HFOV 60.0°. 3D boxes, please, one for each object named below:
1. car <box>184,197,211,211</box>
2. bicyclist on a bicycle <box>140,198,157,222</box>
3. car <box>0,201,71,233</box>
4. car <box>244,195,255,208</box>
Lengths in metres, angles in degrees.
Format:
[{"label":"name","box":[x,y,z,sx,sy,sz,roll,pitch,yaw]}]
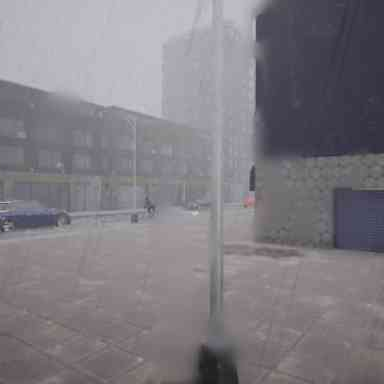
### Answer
[{"label":"car","box":[1.016,1.374,38.760,1.837,1.490,4.892,0,1,36]},{"label":"bicyclist on a bicycle","box":[-3.019,1.229,23.056,1.656,1.620,0.582,0,0,36]},{"label":"car","box":[-9.363,1.276,19.181,2.097,1.767,4.553,0,0,36]},{"label":"car","box":[8.745,1.222,44.600,2.097,1.767,4.553,0,0,36]}]
